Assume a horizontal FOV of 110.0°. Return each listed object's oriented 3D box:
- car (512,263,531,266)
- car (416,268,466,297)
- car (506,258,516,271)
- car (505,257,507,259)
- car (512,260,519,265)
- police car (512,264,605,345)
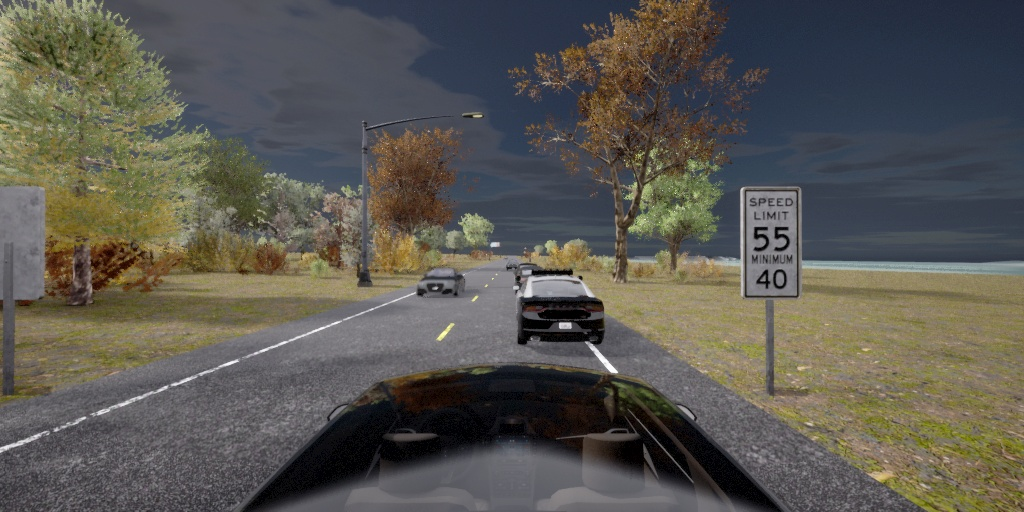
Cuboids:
[{"bbox_3d":[1.076,1.275,19.559,1.812,1.442,4.674,0,0,0],"label":"car"},{"bbox_3d":[-3.574,1.313,18.703,1.994,1.385,4.181,0,0,0],"label":"car"},{"bbox_3d":[0.160,1.343,49.589,1.895,1.301,4.718,0,0,1],"label":"car"},{"bbox_3d":[0.164,1.283,61.365,2.033,1.411,5.357,0,0,0],"label":"car"},{"bbox_3d":[1.096,1.254,25.558,1.837,1.490,4.892,0,0,0],"label":"car"},{"bbox_3d":[1.057,1.175,9.674,1.930,1.638,5.238,0,0,0],"label":"police car"}]
